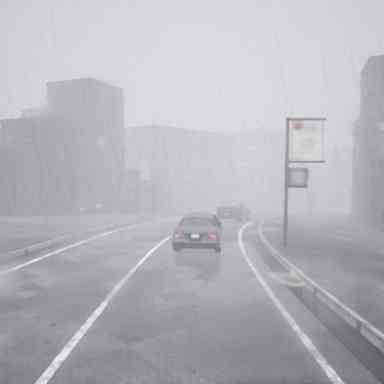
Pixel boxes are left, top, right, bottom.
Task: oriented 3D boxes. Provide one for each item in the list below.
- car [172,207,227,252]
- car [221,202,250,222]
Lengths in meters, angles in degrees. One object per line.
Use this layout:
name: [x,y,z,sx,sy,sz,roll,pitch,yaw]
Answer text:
car: [0.342,1.587,14.047,2.033,1.411,5.357,0,0,5]
car: [3.591,1.593,28.186,1.882,1.535,5.008,2,0,21]
